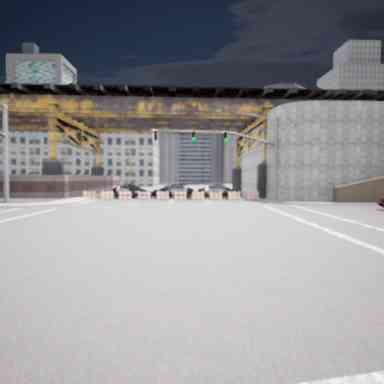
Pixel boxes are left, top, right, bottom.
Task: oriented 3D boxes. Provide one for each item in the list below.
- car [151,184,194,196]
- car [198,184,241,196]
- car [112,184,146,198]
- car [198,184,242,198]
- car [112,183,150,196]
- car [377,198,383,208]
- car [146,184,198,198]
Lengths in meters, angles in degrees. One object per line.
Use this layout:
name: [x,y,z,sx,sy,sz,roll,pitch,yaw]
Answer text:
car: [-2.148,-0.289,36.989,4.536,1.218,1.853,-1,3,-36]
car: [3.133,-0.292,37.760,4.536,1.218,1.853,2,3,29]
car: [-6.798,-0.157,36.963,4.974,1.542,2.038,3,3,44]
car: [3.178,-0.133,37.742,4.974,1.542,2.038,2,3,29]
car: [-6.835,-0.316,36.992,4.536,1.218,1.853,3,3,44]
car: [15.855,0.704,23.560,4.718,1.301,1.895,0,2,-1]
car: [-2.190,-0.130,36.965,4.974,1.542,2.038,-1,3,-36]
